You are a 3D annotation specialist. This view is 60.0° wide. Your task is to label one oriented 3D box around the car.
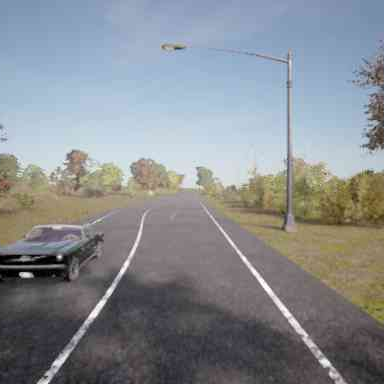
[{"bbox_3d":[-3.934,1.600,9.825,1.895,1.301,4.718,0,0,-4],"label":"car"}]
